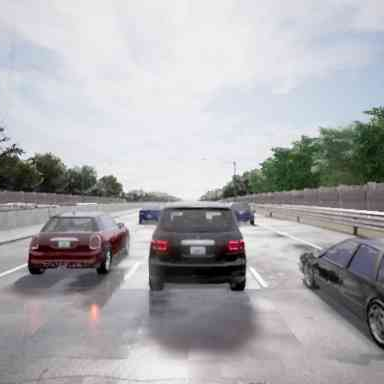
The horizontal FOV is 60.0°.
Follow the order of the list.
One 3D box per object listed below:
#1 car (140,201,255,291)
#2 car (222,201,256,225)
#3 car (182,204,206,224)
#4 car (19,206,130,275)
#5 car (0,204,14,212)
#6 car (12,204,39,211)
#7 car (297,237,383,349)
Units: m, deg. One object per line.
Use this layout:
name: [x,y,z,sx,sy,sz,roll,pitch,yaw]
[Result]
car: [0.125,1.257,9.208,2.150,2.045,5.566,0,0,0]
car: [3.673,1.630,26.939,2.097,1.767,4.553,0,-1,0]
car: [0.179,1.786,28.384,1.882,1.535,5.008,0,-1,0]
car: [-3.367,1.399,10.805,2.097,1.767,4.553,0,0,-1]
car: [-17.509,1.901,32.978,2.128,1.511,4.902,0,-1,0]
car: [-14.018,1.951,30.351,1.895,1.301,4.718,0,-1,0]
car: [3.612,1.564,6.156,2.033,1.411,5.357,0,0,1]
